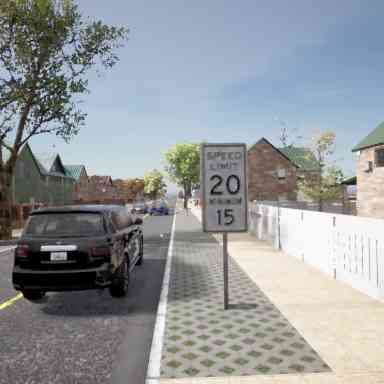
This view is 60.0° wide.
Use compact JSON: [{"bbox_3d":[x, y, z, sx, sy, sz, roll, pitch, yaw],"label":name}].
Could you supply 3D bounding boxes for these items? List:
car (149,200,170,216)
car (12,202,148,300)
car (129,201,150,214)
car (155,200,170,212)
[{"bbox_3d":[-3.868,1.804,39.532,2.097,1.767,4.553,-1,-1,-2],"label":"car"},{"bbox_3d":[-2.614,1.329,8.924,2.150,2.045,5.566,-1,-1,-2],"label":"car"},{"bbox_3d":[-6.856,2.042,43.938,2.128,1.511,4.902,-1,-1,-2],"label":"car"},{"bbox_3d":[-4.353,2.043,49.784,1.882,1.535,5.008,-1,-1,-2],"label":"car"}]
